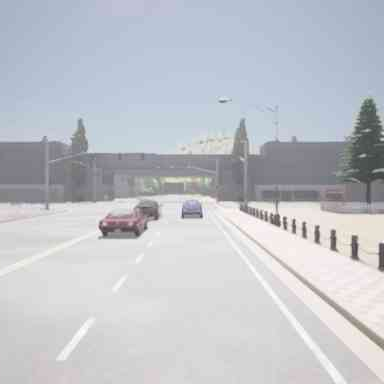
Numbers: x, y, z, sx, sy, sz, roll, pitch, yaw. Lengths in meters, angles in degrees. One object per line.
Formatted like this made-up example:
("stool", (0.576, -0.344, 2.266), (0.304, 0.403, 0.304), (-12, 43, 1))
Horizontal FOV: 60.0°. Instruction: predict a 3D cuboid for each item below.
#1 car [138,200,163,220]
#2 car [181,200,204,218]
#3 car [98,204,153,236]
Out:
("car", (-3.502, 1.405, 26.864), (1.837, 1.490, 4.892), (0, 0, 0))
("car", (0.018, 1.439, 29.275), (2.033, 1.411, 5.357), (0, 0, 1))
("car", (-3.501, 1.534, 17.919), (1.895, 1.301, 4.718), (0, 0, 0))
